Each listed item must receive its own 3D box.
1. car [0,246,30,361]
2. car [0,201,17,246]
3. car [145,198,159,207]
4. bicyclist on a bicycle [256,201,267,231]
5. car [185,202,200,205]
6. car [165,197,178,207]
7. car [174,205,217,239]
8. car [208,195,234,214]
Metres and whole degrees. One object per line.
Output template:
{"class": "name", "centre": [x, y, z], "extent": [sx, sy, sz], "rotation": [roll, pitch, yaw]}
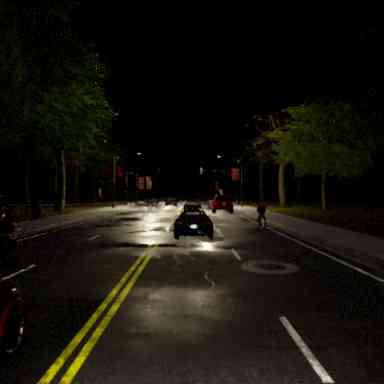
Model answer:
{"class": "car", "centre": [-3.355, 1.573, 3.145], "extent": [1.994, 1.385, 4.181], "rotation": [0, 0, 0]}
{"class": "car", "centre": [-6.622, 1.246, 8.321], "extent": [2.150, 2.045, 5.566], "rotation": [0, -1, 0]}
{"class": "car", "centre": [-6.564, 1.747, 54.661], "extent": [2.033, 1.411, 5.357], "rotation": [0, 0, 0]}
{"class": "bicyclist on a bicycle", "centre": [4.120, 1.419, 19.943], "extent": [0.659, 1.776, 1.843], "rotation": [0, 0, 0]}
{"class": "car", "centre": [0.059, 1.688, 35.119], "extent": [1.895, 1.301, 4.718], "rotation": [0, 0, 0]}
{"class": "car", "centre": [-3.318, 1.620, 54.053], "extent": [1.882, 1.535, 5.008], "rotation": [0, 0, 0]}
{"class": "car", "centre": [0.079, 1.607, 17.688], "extent": [1.994, 1.385, 4.181], "rotation": [0, 0, 0]}
{"class": "car", "centre": [3.307, 1.313, 36.948], "extent": [2.150, 2.045, 5.566], "rotation": [0, 0, 0]}
